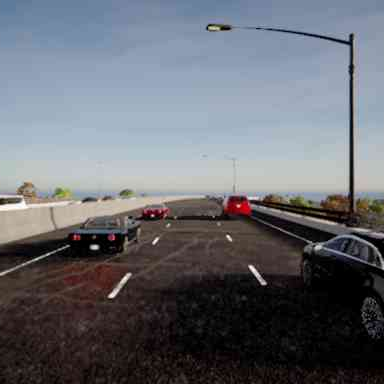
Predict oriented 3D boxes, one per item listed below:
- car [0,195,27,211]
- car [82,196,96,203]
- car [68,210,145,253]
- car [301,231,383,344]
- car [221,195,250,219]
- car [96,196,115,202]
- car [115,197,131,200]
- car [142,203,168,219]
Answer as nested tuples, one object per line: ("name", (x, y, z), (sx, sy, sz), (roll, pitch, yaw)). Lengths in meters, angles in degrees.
("car", (-13.926, 1.254, 23.707), (2.150, 2.045, 5.566), (0, 0, 1))
("car", (-19.799, 1.627, 64.534), (1.882, 1.535, 5.008), (0, 0, 2))
("car", (-3.339, 1.614, 13.708), (1.895, 1.301, 4.718), (0, 0, 0))
("car", (3.612, 1.497, 6.372), (2.128, 1.511, 4.902), (0, 0, 0))
("car", (3.871, 1.267, 29.930), (2.150, 2.045, 5.566), (0, 0, 1))
("car", (-16.300, 1.504, 64.521), (2.097, 1.767, 4.553), (0, 0, 2))
("car", (-12.799, 1.696, 64.469), (2.033, 1.411, 5.357), (0, 0, 2))
("car", (-3.142, 1.644, 29.270), (1.895, 1.301, 4.718), (0, 0, 1))
